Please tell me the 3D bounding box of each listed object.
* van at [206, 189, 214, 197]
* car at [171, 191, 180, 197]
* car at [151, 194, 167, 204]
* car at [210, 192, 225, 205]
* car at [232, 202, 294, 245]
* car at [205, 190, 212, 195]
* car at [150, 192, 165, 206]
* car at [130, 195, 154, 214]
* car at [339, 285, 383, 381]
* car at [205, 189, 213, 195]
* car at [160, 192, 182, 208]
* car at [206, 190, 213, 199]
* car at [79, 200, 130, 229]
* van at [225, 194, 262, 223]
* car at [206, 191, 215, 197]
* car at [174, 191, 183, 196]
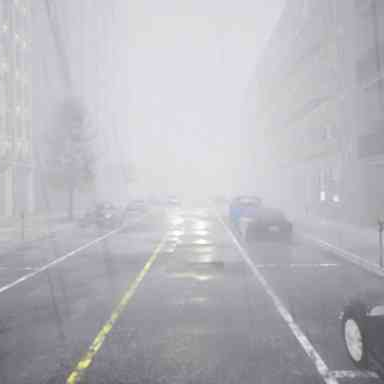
[{"bbox_3d":[4.368,0.173,81.915,1.690,1.788,3.998,0,1,1],"label":"van"},{"bbox_3d":[-4.007,0.530,82.126,2.008,1.369,4.403,0,1,1],"label":"car"},{"bbox_3d":[-4.696,1.036,48.196,1.802,1.307,4.206,0,1,1],"label":"car"},{"bbox_3d":[3.565,0.966,42.334,1.802,1.307,4.206,0,1,1],"label":"car"},{"bbox_3d":[2.991,1.330,14.059,1.947,1.339,4.313,0,1,1],"label":"car"},{"bbox_3d":[4.605,0.238,93.226,1.947,1.339,4.313,0,1,1],"label":"car"},{"bbox_3d":[-4.811,0.972,42.540,1.967,1.590,4.097,0,1,1],"label":"car"},{"bbox_3d":[-5.041,1.267,31.232,1.802,1.307,4.206,0,1,1],"label":"car"},{"bbox_3d":[2.762,1.464,2.749,2.008,1.369,4.403,0,1,1],"label":"car"},{"bbox_3d":[4.025,0.621,64.954,2.008,1.369,4.403,0,1,1],"label":"car"},{"bbox_3d":[-2.191,1.071,39.613,2.033,1.411,5.357,-1,1,1],"label":"car"},{"bbox_3d":[3.910,0.731,59.299,1.802,1.307,4.206,0,1,1],"label":"car"},{"bbox_3d":[-5.271,1.277,19.921,1.967,1.590,4.097,0,1,1],"label":"car"},{"bbox_3d":[3.105,1.030,19.712,1.690,1.788,3.998,0,1,1],"label":"van"},{"bbox_3d":[4.254,0.462,76.263,2.008,1.369,4.403,0,1,1],"label":"car"},{"bbox_3d":[-3.778,0.370,93.436,2.008,1.369,4.403,0,1,1],"label":"car"}]
